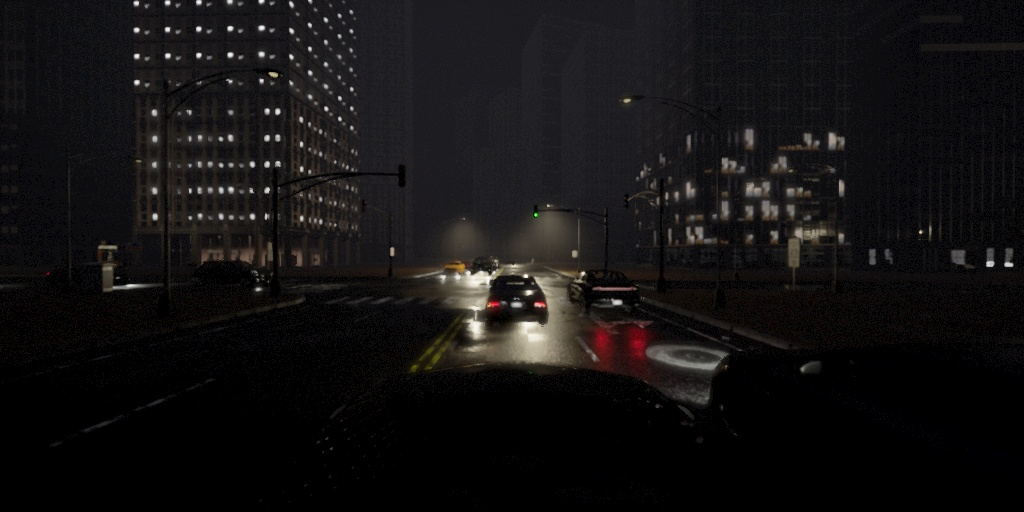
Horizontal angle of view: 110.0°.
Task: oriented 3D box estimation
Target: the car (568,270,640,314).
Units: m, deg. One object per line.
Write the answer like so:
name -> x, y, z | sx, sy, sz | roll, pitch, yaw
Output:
car -> 3.360, 1.273, 13.856 | 2.128, 1.511, 4.902 | 0, 0, 0

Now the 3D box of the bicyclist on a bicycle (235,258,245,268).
bicyclist on a bicycle -> -24.679, 0.963, 32.511 | 0.582, 1.620, 1.656 | 0, 1, 1

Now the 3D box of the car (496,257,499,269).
car -> -3.307, 1.198, 50.651 | 2.097, 1.767, 4.553 | 0, 0, 0

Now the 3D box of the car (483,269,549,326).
car -> 0.084, 1.324, 11.810 | 2.033, 1.411, 5.357 | 0, 0, -1

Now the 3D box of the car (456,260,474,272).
car -> -6.556, 1.372, 50.431 | 1.812, 1.442, 4.674 | 0, 0, 0

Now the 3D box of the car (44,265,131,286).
car -> -28.137, 1.257, 23.868 | 4.181, 1.385, 1.994 | 0, 0, 2

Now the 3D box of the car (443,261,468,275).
car -> -6.566, 1.313, 41.020 | 1.882, 1.535, 5.008 | 0, 0, 0

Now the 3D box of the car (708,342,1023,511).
car -> 3.351, 1.317, 2.609 | 1.994, 1.385, 4.181 | 0, 0, 0

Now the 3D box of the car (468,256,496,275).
car -> -3.317, 1.057, 40.698 | 2.150, 2.045, 5.566 | 0, 0, 0

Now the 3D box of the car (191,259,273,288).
car -> -18.195, 1.091, 23.628 | 4.553, 1.767, 2.097 | 0, 0, 1
